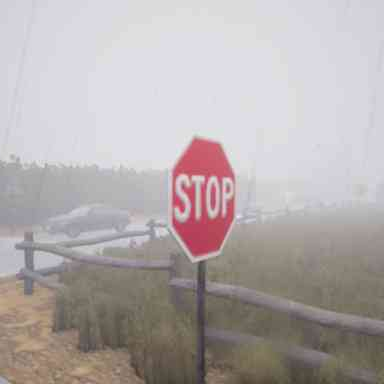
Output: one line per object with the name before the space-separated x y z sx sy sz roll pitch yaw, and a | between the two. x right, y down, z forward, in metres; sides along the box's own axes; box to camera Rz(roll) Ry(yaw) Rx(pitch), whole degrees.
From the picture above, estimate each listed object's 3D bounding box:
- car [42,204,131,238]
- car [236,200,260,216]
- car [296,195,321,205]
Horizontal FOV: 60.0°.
car | -5.176 1.378 16.967 1.812 1.442 4.674 1 1 36
car | 4.588 1.385 30.363 1.994 1.385 4.181 1 1 36
car | 16.241 1.120 46.561 2.128 1.511 4.902 0 1 -6
